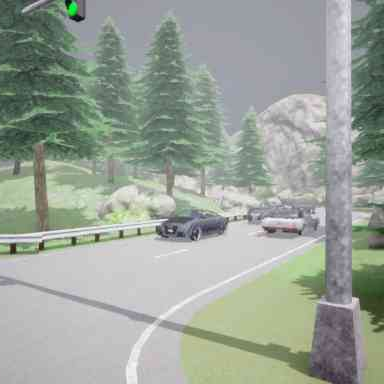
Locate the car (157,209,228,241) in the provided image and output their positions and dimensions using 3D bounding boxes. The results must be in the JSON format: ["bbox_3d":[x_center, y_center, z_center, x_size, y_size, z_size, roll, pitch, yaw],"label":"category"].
[{"bbox_3d":[0.137,1.579,16.828,1.994,1.385,4.181,0,0,34],"label":"car"}]

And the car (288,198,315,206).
[{"bbox_3d":[11.299,1.520,33.617,1.837,1.490,4.892,0,0,27],"label":"car"}]

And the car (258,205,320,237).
[{"bbox_3d":[5.637,1.640,18.485,1.895,1.301,4.718,0,0,34],"label":"car"}]

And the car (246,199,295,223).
[{"bbox_3d":[5.749,1.507,25.038,2.128,1.511,4.902,0,0,34],"label":"car"}]
